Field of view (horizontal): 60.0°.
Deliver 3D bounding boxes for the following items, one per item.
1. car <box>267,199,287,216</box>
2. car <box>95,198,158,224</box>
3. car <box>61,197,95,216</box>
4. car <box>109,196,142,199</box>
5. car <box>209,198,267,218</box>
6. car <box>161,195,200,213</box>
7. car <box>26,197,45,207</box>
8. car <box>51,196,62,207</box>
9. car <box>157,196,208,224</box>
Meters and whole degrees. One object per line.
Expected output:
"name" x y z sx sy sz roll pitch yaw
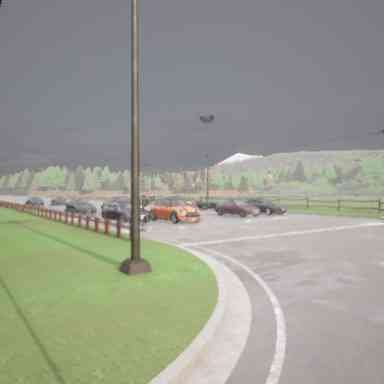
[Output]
"car" 6.662 1.368 31.411 1.837 1.490 4.892 0 0 -36
"car" -4.703 1.436 23.231 2.128 1.511 4.902 0 0 -36
"car" -10.442 1.450 31.155 1.837 1.490 4.892 0 0 -36
"car" -7.118 1.279 32.533 2.097 1.767 4.553 0 0 -36
"car" 3.940 1.410 29.201 1.812 1.442 4.674 0 0 -36
"car" -1.312 1.237 36.452 2.097 1.767 4.553 0 0 -36
"car" -22.762 1.453 48.263 1.837 1.490 4.892 0 0 -35
"car" -20.085 1.433 50.538 1.837 1.490 4.892 0 0 -35
"car" -1.223 1.277 24.392 2.097 1.767 4.553 0 0 -36
